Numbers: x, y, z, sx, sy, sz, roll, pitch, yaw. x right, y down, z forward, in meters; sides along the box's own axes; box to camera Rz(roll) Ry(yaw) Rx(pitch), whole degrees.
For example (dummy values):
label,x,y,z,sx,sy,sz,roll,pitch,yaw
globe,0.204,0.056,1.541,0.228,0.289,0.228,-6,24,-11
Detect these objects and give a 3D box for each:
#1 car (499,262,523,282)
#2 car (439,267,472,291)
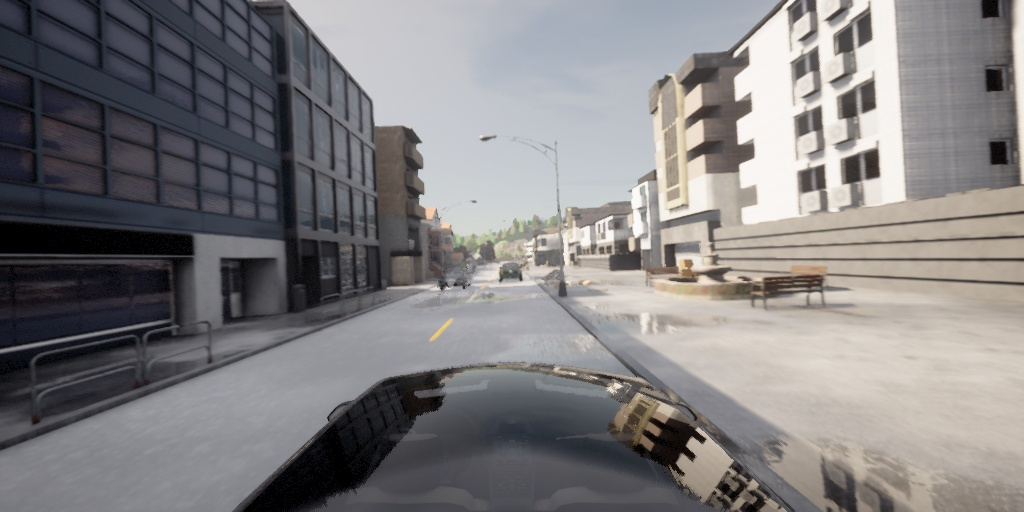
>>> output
label,x,y,z,sx,sy,sz,roll,pitch,yaw
car,-0.121,1.352,32.980,2.097,1.767,4.553,-3,-1,0
car,-4.127,1.585,26.541,2.128,1.511,4.902,-3,0,0
